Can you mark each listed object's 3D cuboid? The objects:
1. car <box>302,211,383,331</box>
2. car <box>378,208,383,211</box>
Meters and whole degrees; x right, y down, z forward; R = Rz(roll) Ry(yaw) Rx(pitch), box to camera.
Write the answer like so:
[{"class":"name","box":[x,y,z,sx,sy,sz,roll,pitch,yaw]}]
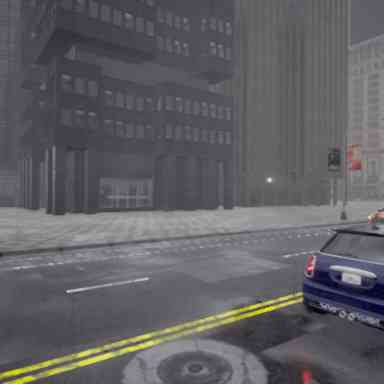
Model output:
[{"class":"car","box":[4.229,1.394,6.435,4.553,1.767,2.097,1,0,-35]},{"class":"car","box":[12.961,1.489,20.802,4.553,1.767,2.097,0,0,-35]}]
